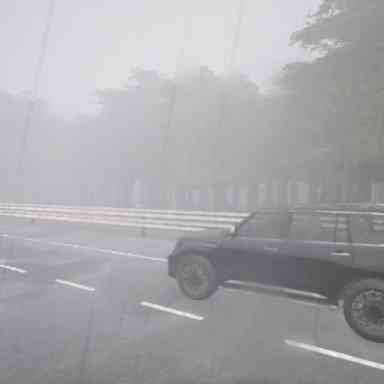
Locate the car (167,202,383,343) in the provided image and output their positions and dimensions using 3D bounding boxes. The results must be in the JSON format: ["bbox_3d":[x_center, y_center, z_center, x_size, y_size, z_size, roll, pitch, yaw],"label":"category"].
[{"bbox_3d":[2.084,1.223,6.680,5.566,2.045,2.150,0,0,36],"label":"car"}]
